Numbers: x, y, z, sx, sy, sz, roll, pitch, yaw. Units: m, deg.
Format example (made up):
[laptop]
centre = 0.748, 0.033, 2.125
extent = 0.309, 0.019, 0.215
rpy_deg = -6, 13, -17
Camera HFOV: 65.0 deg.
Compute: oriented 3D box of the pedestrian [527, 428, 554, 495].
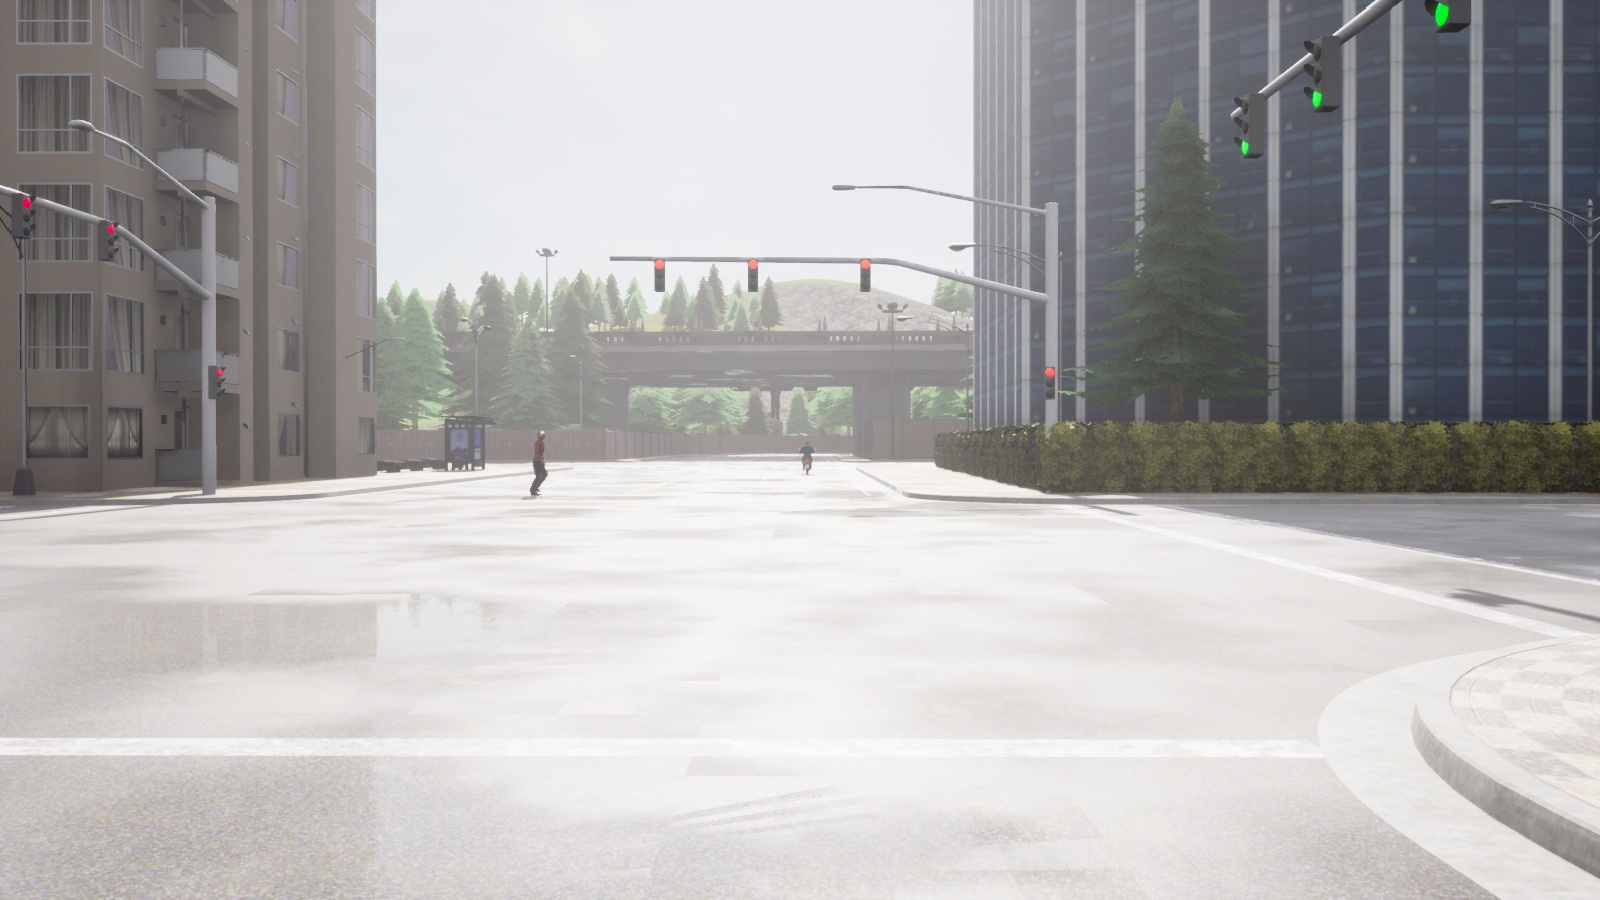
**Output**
[pedestrian]
centre = -7.158, 0.314, 34.662
extent = 0.636, 1.846, 0.331
rpy_deg = 0, 0, 7
